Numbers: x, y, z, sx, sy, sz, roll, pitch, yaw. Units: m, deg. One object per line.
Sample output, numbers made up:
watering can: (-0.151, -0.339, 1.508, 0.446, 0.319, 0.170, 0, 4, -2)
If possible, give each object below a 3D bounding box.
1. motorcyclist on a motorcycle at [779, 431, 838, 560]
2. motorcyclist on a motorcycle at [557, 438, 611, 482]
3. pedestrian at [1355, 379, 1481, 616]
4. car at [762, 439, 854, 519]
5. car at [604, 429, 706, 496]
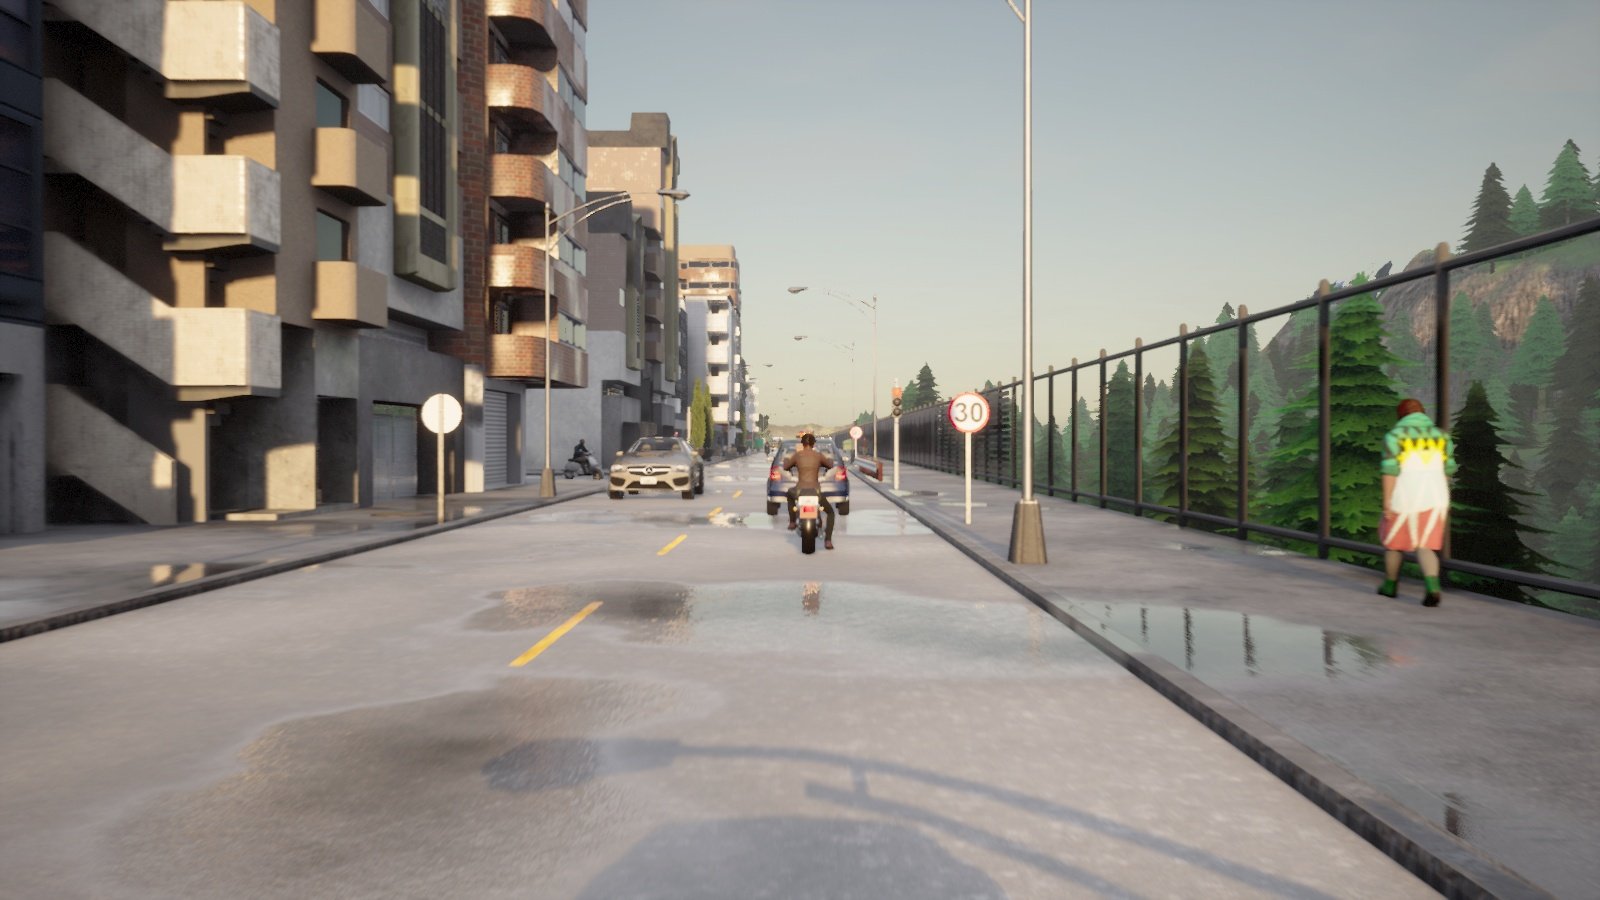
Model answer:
motorcyclist on a motorcycle: (0.116, 0.579, 17.249, 0.766, 1.649, 2.350, 0, 0, 0)
motorcyclist on a motorcycle: (-8.133, 0.370, 47.338, 1.817, 1.590, 0.866, 0, 2, 29)
pedestrian: (5.268, 0.387, 10.750, 0.659, 1.952, 0.873, 0, 0, 2)
car: (0.168, 0.546, 26.269, 1.789, 1.549, 3.705, 0, 0, 0)
car: (-3.762, 0.294, 33.464, 2.152, 1.651, 5.027, 0, 0, 0)
